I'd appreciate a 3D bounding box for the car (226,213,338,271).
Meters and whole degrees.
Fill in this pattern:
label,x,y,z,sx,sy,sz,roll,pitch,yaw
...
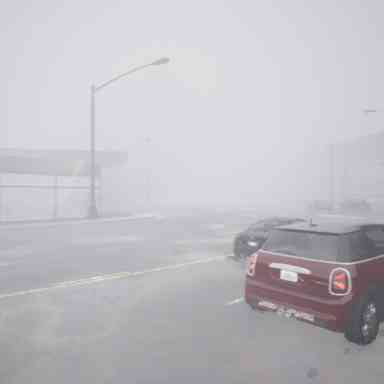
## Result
label,x,y,z,sx,sy,sz,roll,pitch,yaw
car,3.274,1.562,11.641,1.994,1.385,4.181,0,0,45

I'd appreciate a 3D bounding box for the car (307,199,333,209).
label,x,y,z,sx,sy,sz,roll,pitch,yaw
car,15.081,1.559,39.477,1.994,1.385,4.181,0,0,2

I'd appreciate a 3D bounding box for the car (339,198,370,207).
label,x,y,z,sx,sy,sz,roll,pitch,yaw
car,18.506,1.473,38.135,1.882,1.535,5.008,0,0,4

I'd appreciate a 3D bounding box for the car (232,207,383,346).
label,x,y,z,sx,sy,sz,roll,pitch,yaw
car,3.129,1.351,6.681,4.553,1.767,2.097,0,0,-41
